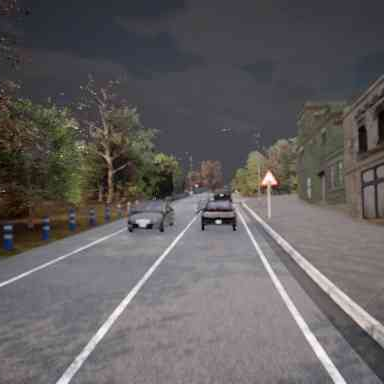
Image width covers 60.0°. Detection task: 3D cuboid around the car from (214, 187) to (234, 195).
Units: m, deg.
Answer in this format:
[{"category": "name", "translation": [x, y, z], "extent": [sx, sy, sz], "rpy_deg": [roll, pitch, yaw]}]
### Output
[{"category": "car", "translation": [4.014, 0.394, 42.228], "extent": [2.150, 2.045, 5.566], "rpy_deg": [0, 2, 10]}]

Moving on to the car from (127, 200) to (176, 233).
[{"category": "car", "translation": [-2.047, 1.224, 17.798], "extent": [2.128, 1.511, 4.902], "rpy_deg": [0, 1, 5]}]

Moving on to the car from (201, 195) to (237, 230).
[{"category": "car", "translation": [1.519, 1.191, 18.739], "extent": [2.128, 1.511, 4.902], "rpy_deg": [0, 1, 5]}]
